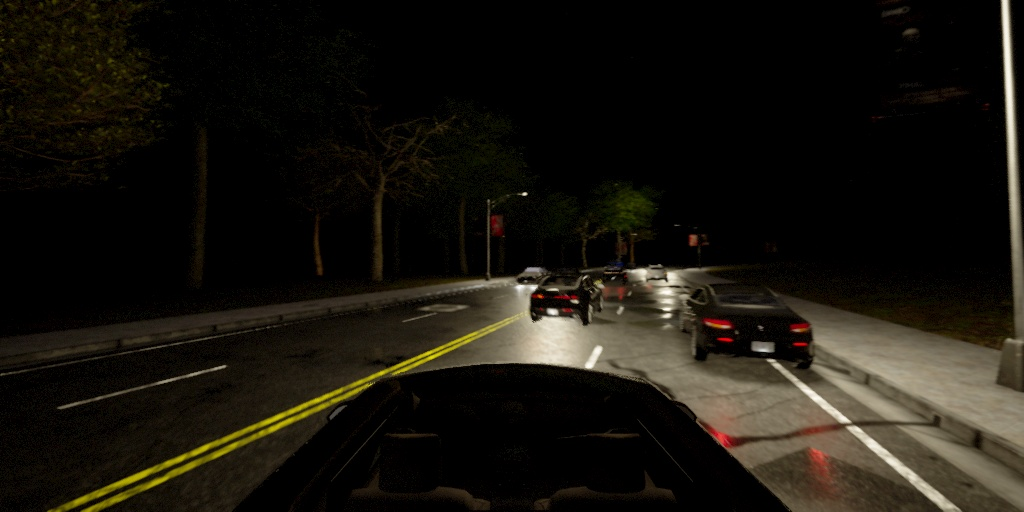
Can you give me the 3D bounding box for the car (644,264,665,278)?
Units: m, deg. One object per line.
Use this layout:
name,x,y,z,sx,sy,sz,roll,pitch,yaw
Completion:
car,16.711,1.692,41.889,2.033,1.411,5.357,-1,-1,24

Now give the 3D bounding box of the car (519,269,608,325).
car,2.031,1.375,12.546,1.837,1.490,4.892,-1,-1,21

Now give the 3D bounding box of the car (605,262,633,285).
car,8.681,1.540,29.970,2.128,1.511,4.902,-1,-1,21

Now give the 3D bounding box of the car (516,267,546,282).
car,2.058,1.664,31.393,2.033,1.411,5.357,-1,-1,21

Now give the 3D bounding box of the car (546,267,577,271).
car,4.436,1.586,28.505,1.812,1.442,4.674,-1,-1,21

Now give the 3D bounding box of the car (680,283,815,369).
car,4.857,1.317,7.928,1.812,1.442,4.674,-1,-1,21

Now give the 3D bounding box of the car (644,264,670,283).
car,12.934,1.573,32.121,1.812,1.442,4.674,-1,-1,21
